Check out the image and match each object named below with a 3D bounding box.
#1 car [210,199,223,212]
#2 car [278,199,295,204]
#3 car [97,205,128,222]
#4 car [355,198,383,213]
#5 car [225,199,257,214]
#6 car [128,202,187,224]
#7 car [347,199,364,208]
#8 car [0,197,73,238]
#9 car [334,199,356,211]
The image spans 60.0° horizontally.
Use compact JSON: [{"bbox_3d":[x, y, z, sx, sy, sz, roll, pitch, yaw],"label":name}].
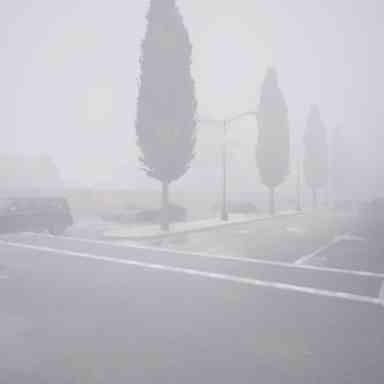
[{"bbox_3d":[4.050,1.694,41.752,1.837,1.490,4.892,0,0,34],"label":"car"},{"bbox_3d":[14.691,1.395,51.052,2.128,1.511,4.902,0,0,34],"label":"car"},{"bbox_3d":[-5.515,1.706,27.662,1.895,1.301,4.718,0,0,34],"label":"car"},{"bbox_3d":[21.978,1.710,41.211,1.882,1.535,5.008,0,0,34],"label":"car"},{"bbox_3d":[5.866,1.742,38.198,1.994,1.385,4.181,0,0,34],"label":"car"},{"bbox_3d":[-2.347,1.584,26.100,1.882,1.535,5.008,0,0,34],"label":"car"},{"bbox_3d":[26.763,1.864,54.430,1.994,1.385,4.181,0,0,34],"label":"car"},{"bbox_3d":[-8.717,1.270,16.719,2.150,2.045,5.566,0,0,34],"label":"car"},{"bbox_3d":[21.018,1.741,45.953,2.128,1.511,4.902,0,0,34],"label":"car"}]
